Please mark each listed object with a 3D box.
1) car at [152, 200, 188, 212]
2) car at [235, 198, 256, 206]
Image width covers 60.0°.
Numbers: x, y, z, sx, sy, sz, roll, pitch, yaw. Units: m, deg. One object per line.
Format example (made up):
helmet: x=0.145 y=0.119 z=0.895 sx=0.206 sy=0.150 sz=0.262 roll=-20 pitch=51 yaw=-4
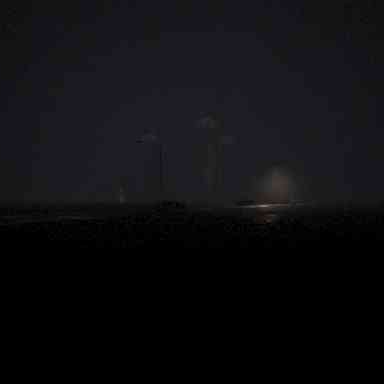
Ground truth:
car: x=-2.753 y=1.724 z=42.642 sx=2.033 sy=1.411 sz=5.357 roll=1 pitch=0 yaw=35
car: x=9.769 y=1.847 z=60.184 sx=2.033 sy=1.411 sz=5.357 roll=1 pitch=0 yaw=36
